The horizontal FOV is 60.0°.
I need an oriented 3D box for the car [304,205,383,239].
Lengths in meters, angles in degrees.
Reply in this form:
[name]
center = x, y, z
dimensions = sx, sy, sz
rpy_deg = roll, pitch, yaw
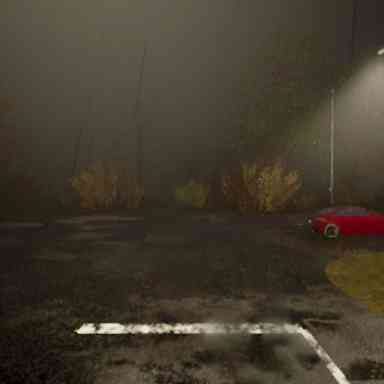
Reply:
[car]
center = 7.394, 1.314, 15.292
dimensions = 4.181, 1.385, 1.994
rpy_deg = 0, 1, -1
